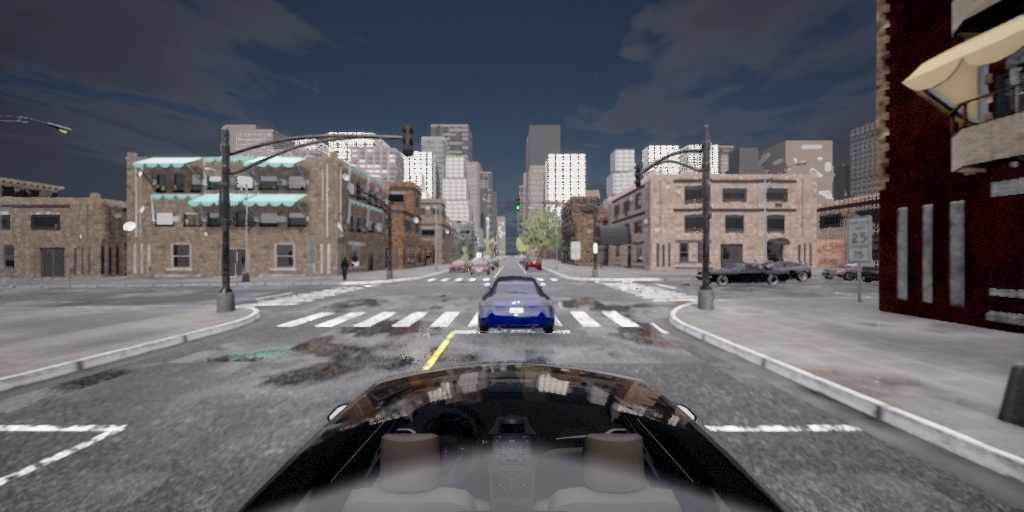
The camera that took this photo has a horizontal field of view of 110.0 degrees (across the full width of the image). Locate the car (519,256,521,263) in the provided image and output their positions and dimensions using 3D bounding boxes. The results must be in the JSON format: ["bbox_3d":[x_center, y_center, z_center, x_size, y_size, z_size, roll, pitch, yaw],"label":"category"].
[{"bbox_3d":[2.659,1.042,61.708,1.948,1.339,4.313,0,0,0],"label":"car"}]

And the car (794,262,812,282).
[{"bbox_3d":[17.484,0.993,23.944,4.313,1.339,1.948,0,0,0],"label":"car"}]

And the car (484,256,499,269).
[{"bbox_3d":[-3.104,1.034,45.379,2.128,1.511,4.902,0,0,0],"label":"car"}]

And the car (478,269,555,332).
[{"bbox_3d":[0.098,1.268,10.653,1.994,1.385,4.181,0,0,0],"label":"car"}]

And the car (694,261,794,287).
[{"bbox_3d":[13.550,1.080,21.344,4.718,1.301,1.895,-1,0,0],"label":"car"}]

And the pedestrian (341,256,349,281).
[{"bbox_3d":[-12.525,0.910,26.855,0.375,1.860,0.375,0,1,0],"label":"pedestrian"}]

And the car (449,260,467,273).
[{"bbox_3d":[-5.798,1.112,39.606,1.888,1.381,4.507,0,0,0],"label":"car"}]

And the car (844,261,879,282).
[{"bbox_3d":[23.558,0.912,21.359,5.357,1.411,2.033,-1,0,0],"label":"car"}]

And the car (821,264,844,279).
[{"bbox_3d":[23.181,0.944,23.950,4.207,1.307,1.802,0,0,0],"label":"car"}]

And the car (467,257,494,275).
[{"bbox_3d":[-3.104,1.108,36.088,1.812,1.442,4.674,0,0,0],"label":"car"}]

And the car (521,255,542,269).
[{"bbox_3d":[2.667,0.858,45.132,2.192,1.841,5.009,0,0,0],"label":"car"}]
